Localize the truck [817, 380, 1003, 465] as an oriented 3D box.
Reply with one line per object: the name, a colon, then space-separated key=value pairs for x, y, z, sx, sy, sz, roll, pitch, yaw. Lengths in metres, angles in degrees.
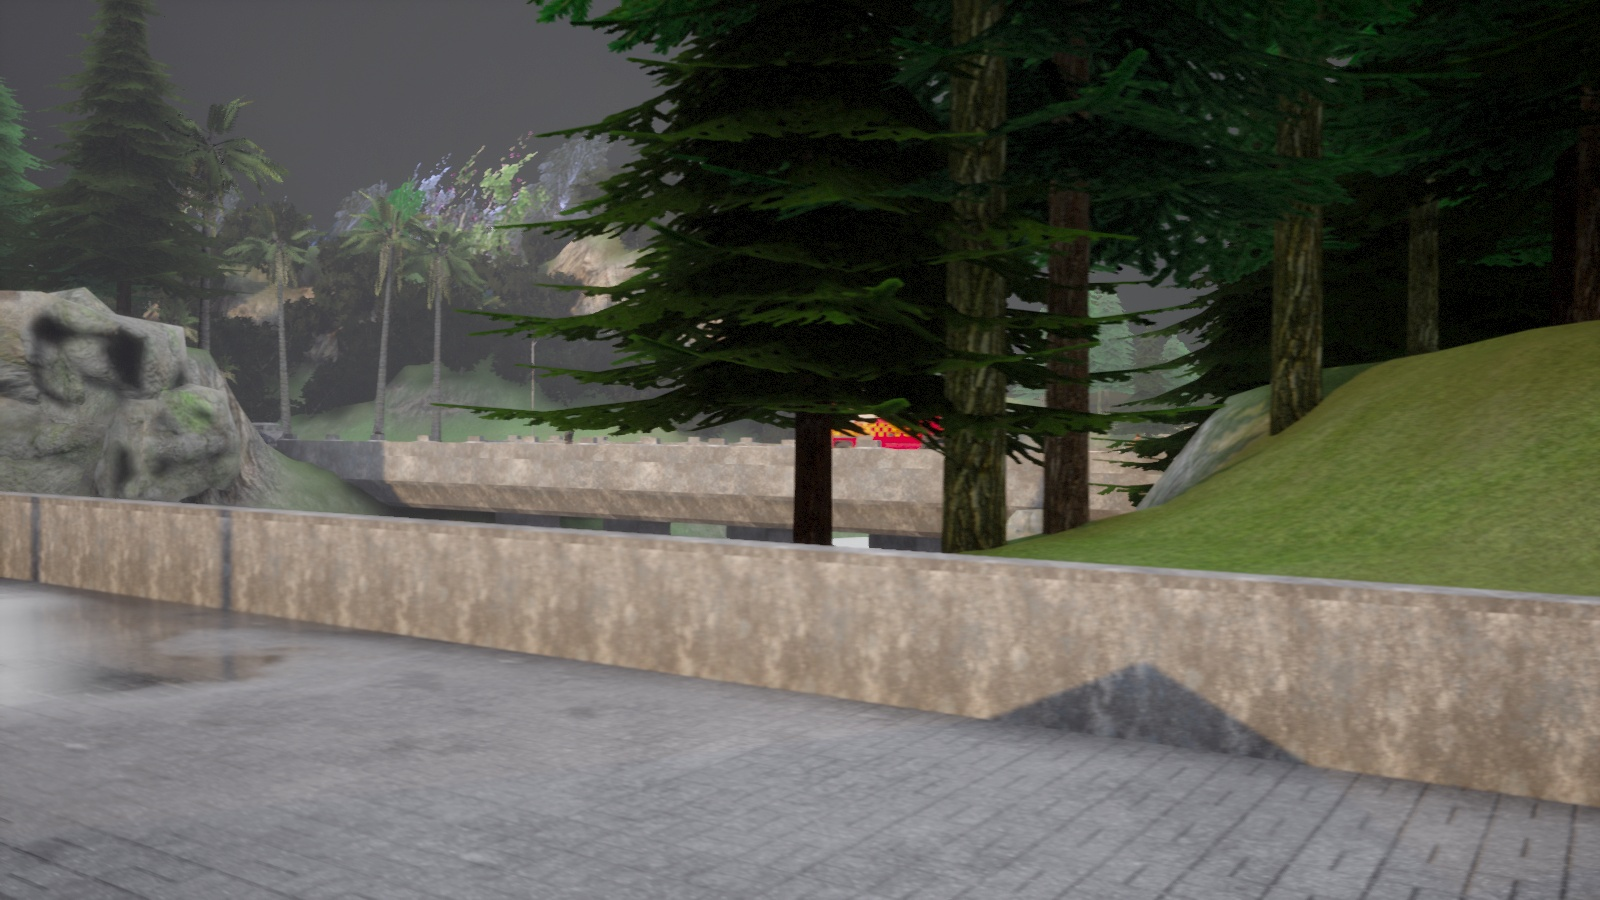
truck: x=5.194 y=-1.254 z=60.198 sx=8.468 sy=3.827 sz=2.891 roll=0 pitch=1 yaw=34

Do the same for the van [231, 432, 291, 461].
van: x=-38.203 y=-0.247 z=88.994 sx=4.442 sy=1.987 sz=1.775 roll=0 pitch=1 yaw=34
